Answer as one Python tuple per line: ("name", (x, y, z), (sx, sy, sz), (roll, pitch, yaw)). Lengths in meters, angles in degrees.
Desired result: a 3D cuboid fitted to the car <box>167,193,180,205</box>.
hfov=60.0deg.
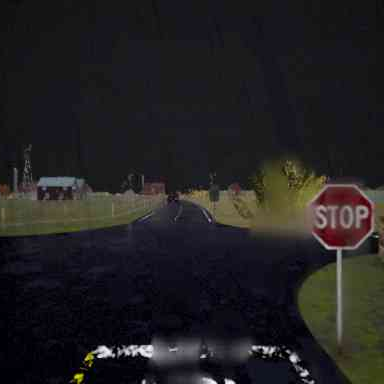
("car", (-3.351, 1.148, 60.460), (2.150, 2.045, 5.566), (0, 0, -3))
